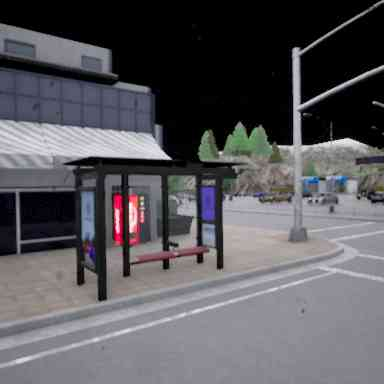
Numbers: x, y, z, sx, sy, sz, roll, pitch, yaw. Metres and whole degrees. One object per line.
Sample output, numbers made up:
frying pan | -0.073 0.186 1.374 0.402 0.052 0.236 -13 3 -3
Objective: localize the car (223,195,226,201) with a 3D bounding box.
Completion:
car | 3.524 0.599 53.387 3.866 1.878 1.905 -1 1 -36

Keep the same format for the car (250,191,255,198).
car | 14.469 0.482 69.251 3.633 1.501 1.845 -1 1 -36

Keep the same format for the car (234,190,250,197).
car | 13.803 0.341 83.349 5.027 1.636 2.152 -1 1 -36

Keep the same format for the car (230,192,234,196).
car | 11.932 0.351 85.868 4.514 1.523 2.007 -1 1 -36

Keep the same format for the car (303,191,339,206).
car | 14.984 0.746 37.963 3.806 1.475 1.970 -1 1 -36

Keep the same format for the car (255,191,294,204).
car | 10.980 0.675 42.990 5.027 1.636 2.152 -1 1 -36

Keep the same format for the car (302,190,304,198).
car | 20.257 0.461 61.105 4.514 1.523 2.007 -1 1 -36

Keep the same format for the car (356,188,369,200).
car | 26.933 0.273 50.565 4.605 1.855 1.932 -1 1 -36

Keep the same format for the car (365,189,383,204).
car | 22.847 0.672 39.094 4.514 1.523 2.007 -1 1 -36
